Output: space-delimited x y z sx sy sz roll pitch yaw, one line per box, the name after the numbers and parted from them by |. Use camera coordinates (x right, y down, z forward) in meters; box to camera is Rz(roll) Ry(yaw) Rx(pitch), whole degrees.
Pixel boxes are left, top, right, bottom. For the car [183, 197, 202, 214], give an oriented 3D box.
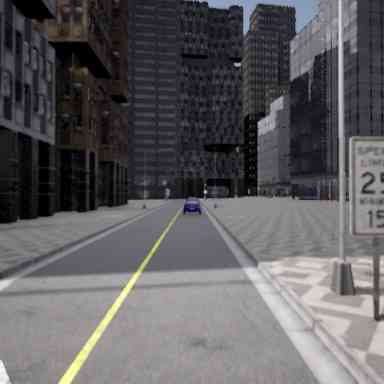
0.018 1.521 35.378 1.882 1.535 5.008 0 0 0 | car

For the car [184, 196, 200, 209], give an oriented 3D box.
0.040 1.426 47.341 2.097 1.767 4.553 0 0 0 | car
